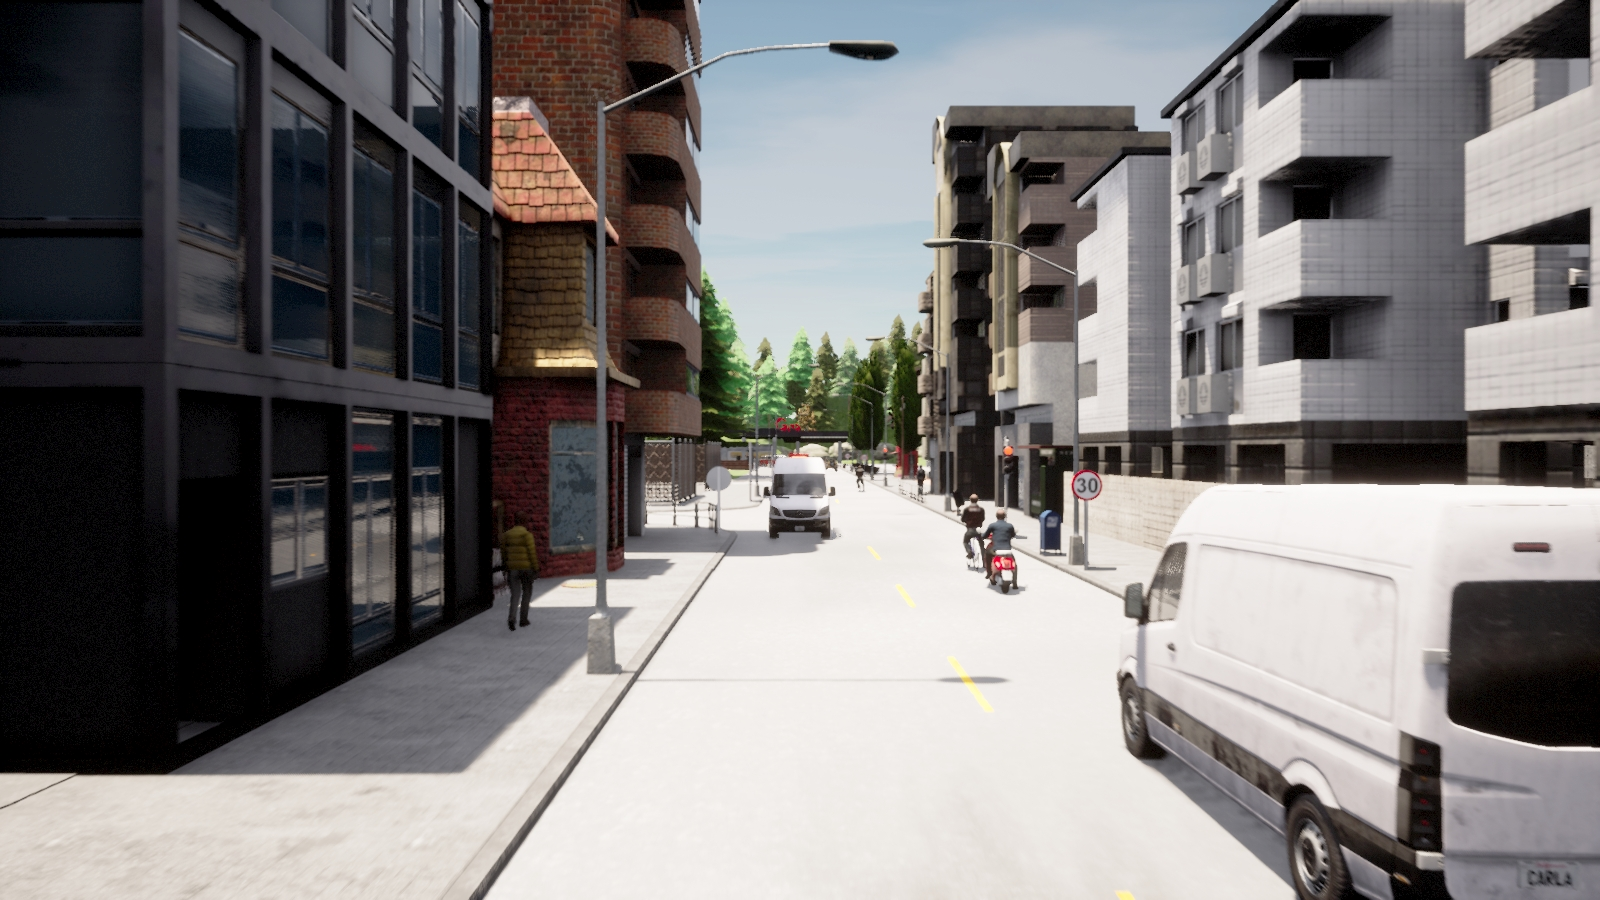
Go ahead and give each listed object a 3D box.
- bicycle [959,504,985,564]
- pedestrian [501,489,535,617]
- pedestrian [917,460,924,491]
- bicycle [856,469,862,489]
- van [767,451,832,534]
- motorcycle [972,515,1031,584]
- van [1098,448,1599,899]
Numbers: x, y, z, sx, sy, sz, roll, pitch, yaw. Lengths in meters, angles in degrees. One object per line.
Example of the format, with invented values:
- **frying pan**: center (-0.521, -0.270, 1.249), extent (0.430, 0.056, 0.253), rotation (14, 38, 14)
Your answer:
- **bicycle**: center (4.015, 1.940, 26.740), extent (0.329, 1.271, 1.835), rotation (0, 0, 0)
- **pedestrian**: center (-4.186, 1.523, 16.981), extent (0.375, 1.860, 0.375), rotation (0, 0, 7)
- **pedestrian**: center (7.235, 1.523, 68.563), extent (0.375, 1.860, 0.375), rotation (0, 0, 0)
- **bicycle**: center (3.960, 1.940, 76.455), extent (0.329, 1.271, 1.835), rotation (0, 0, 0)
- **van**: center (-0.020, 1.314, 38.098), extent (1.988, 2.561, 5.915), rotation (0, 0, 0)
- **motorcycle**: center (4.008, 1.962, 22.866), extent (0.856, 1.236, 1.805), rotation (0, 0, 0)
- **van**: center (4.011, 1.311, 8.563), extent (1.988, 2.561, 5.915), rotation (0, -1, 0)
